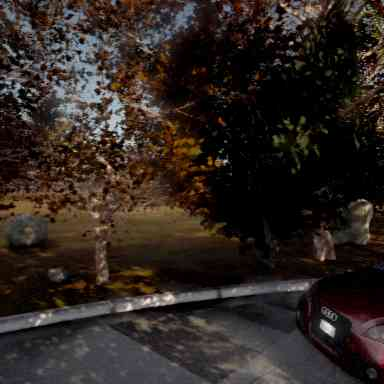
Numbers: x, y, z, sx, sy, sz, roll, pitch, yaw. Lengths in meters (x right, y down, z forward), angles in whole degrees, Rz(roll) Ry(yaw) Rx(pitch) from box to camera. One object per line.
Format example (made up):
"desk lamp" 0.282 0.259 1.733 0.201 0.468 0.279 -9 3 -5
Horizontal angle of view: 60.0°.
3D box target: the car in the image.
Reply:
"car" 3.570 1.431 4.327 4.181 1.385 1.994 0 2 -11
